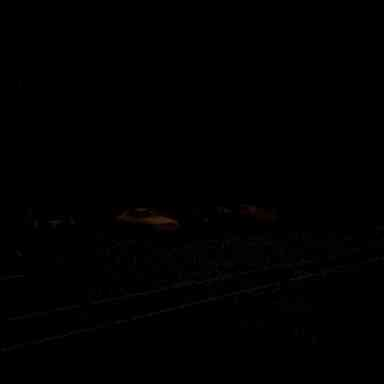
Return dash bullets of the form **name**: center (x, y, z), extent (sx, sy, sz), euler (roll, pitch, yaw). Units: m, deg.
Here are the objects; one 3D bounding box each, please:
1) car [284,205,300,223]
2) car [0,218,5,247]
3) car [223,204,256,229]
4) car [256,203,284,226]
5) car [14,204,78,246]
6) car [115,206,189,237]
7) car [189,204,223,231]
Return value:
- **car**: center (6.075, 1.633, 25.989), extent (2.231, 1.521, 4.892), euler (0, 0, -36)
- **car**: center (-9.425, 1.580, 14.516), extent (2.002, 1.452, 4.674), euler (1, 0, -37)
- **car**: center (1.640, 1.622, 22.721), extent (2.231, 1.521, 4.892), euler (0, 0, -37)
- **car**: center (3.860, 1.628, 24.350), extent (2.097, 1.535, 5.008), euler (0, 0, -37)
- **car**: center (-7.188, 1.440, 16.138), extent (2.185, 1.767, 4.553), euler (1, -1, -37)
- **car**: center (-2.674, 1.596, 19.288), extent (1.946, 1.575, 5.366), euler (0, 0, -37)
- **car**: center (-0.584, 1.643, 21.103), extent (2.163, 1.488, 4.792), euler (0, 0, -37)
